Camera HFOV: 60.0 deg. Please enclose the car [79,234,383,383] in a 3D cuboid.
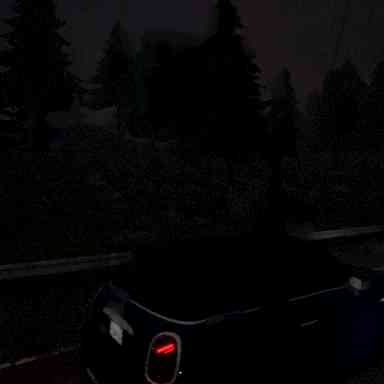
[{"bbox_3d":[1.016,1.352,4.381,4.553,1.767,2.097,0,0,-35],"label":"car"}]
